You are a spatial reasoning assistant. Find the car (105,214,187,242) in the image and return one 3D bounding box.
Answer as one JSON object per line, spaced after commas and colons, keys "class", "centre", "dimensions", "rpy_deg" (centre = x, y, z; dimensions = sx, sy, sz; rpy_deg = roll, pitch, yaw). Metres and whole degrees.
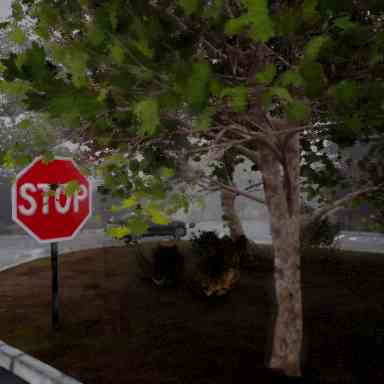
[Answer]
{"class": "car", "centre": [-2.428, 1.909, 18.725], "dimensions": [4.892, 1.490, 1.837], "rpy_deg": [2, -4, -38]}
